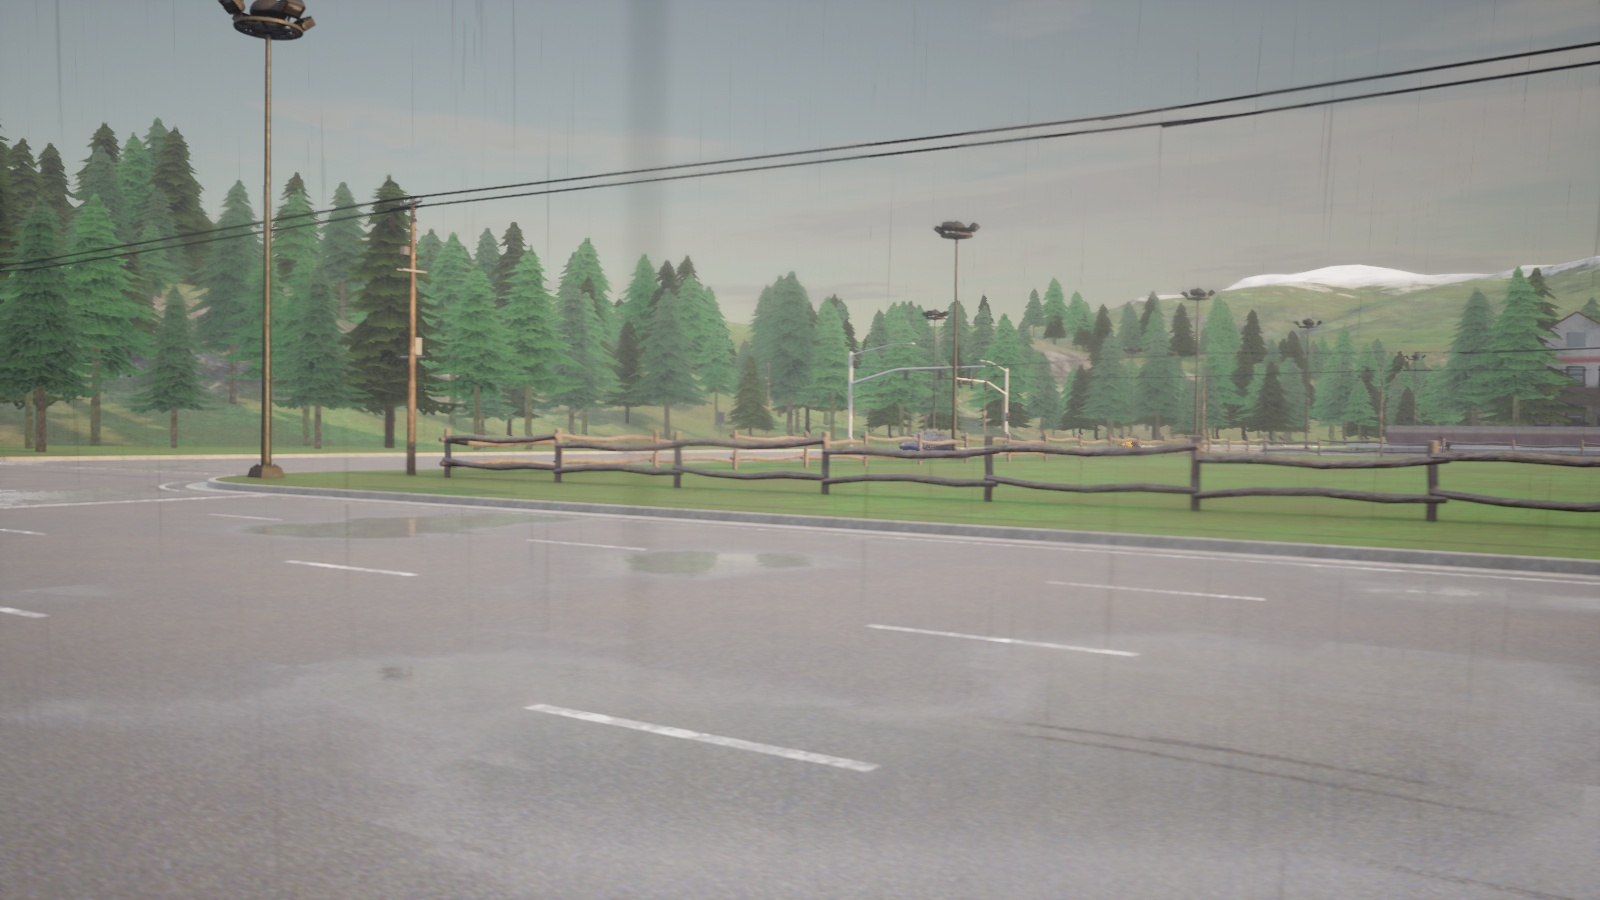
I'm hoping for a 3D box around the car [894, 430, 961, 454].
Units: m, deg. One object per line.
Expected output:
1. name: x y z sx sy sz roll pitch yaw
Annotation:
1. car: 8.062 -0.522 79.053 2.163 1.488 4.792 0 1 34
